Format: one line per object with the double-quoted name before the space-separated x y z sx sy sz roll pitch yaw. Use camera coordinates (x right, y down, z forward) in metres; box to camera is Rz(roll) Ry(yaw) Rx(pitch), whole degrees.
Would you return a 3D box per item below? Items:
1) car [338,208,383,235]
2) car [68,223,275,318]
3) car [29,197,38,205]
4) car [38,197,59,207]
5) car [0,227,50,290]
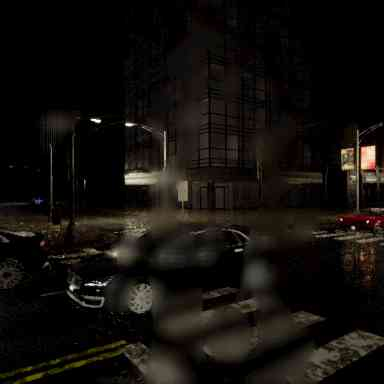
"car" 10.396 1.604 18.985 4.718 1.301 1.895 0 0 -35
"car" -0.218 1.505 7.499 4.892 1.490 1.837 0 0 -35
"car" -28.697 1.691 61.443 2.033 1.411 5.357 0 0 -36
"car" -22.391 1.711 52.330 1.895 1.301 4.718 0 0 -35
"car" -5.864 1.492 7.488 4.902 1.511 2.128 0 0 -35
